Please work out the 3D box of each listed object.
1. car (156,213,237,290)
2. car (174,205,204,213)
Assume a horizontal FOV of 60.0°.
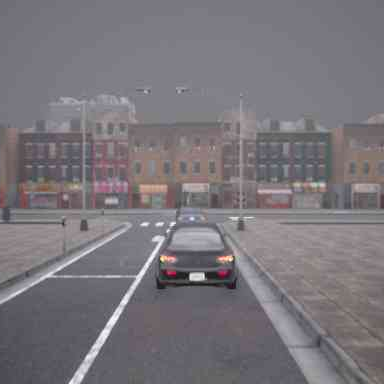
[{"bbox_3d":[0.094,1.523,8.935,1.812,1.442,4.674,0,0,0],"label":"car"},{"bbox_3d":[-0.157,1.545,21.108,2.033,1.411,5.357,0,0,-3],"label":"car"}]
